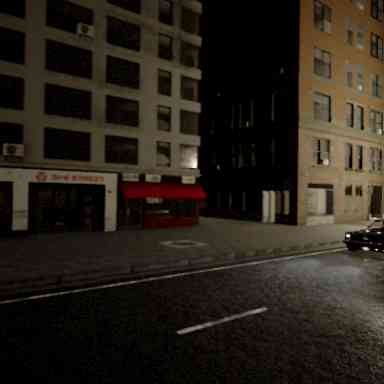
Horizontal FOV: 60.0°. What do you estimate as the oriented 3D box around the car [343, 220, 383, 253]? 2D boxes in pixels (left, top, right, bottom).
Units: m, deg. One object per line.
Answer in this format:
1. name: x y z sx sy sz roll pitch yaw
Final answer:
1. car: 8.193 1.800 13.516 4.718 1.301 1.895 1 -1 -35
